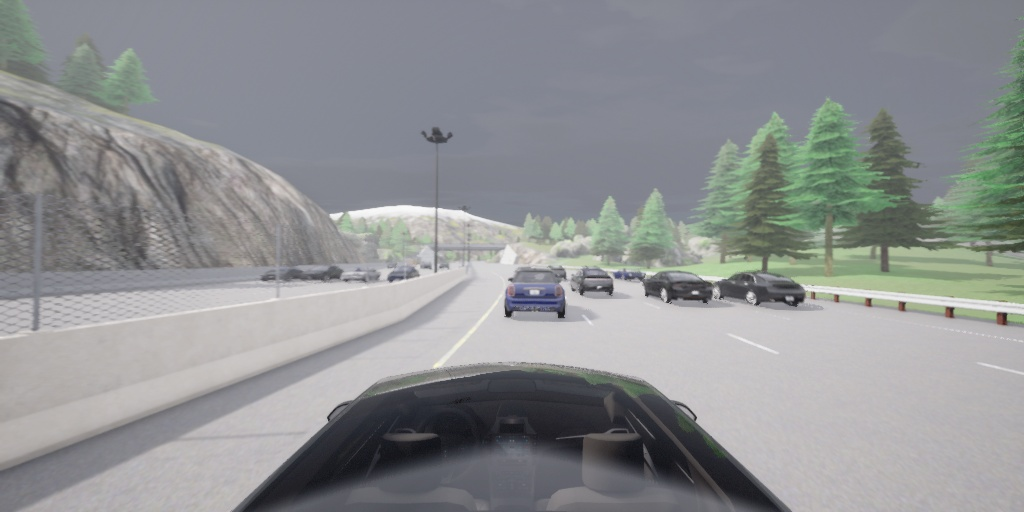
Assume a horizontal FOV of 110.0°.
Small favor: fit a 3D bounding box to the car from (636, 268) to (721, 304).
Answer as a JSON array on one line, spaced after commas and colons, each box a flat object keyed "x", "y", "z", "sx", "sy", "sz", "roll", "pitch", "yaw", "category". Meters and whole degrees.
[{"x": 8.066, "y": 1.468, "z": 18.024, "sx": 1.882, "sy": 1.535, "sz": 5.008, "roll": 0, "pitch": 0, "yaw": 2, "category": "car"}]

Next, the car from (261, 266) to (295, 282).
[{"x": -20.128, "y": 1.575, "z": 31.809, "sx": 1.994, "sy": 1.385, "sz": 4.181, "roll": 0, "pitch": -1, "yaw": -2, "category": "car"}]

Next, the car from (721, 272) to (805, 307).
[{"x": 11.529, "y": 1.505, "z": 17.154, "sx": 1.837, "sy": 1.490, "sz": 4.892, "roll": 0, "pitch": 0, "yaw": 2, "category": "car"}]

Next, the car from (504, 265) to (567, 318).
[{"x": 0.884, "y": 1.255, "z": 13.976, "sx": 2.097, "sy": 1.767, "sz": 4.553, "roll": 0, "pitch": -1, "yaw": 4, "category": "car"}]

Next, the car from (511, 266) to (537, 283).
[{"x": 1.028, "y": 1.691, "z": 33.570, "sx": 2.033, "sy": 1.411, "sz": 5.357, "roll": 0, "pitch": -1, "yaw": -2, "category": "car"}]

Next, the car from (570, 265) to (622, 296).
[{"x": 4.654, "y": 1.503, "z": 21.357, "sx": 2.128, "sy": 1.511, "sz": 4.902, "roll": 0, "pitch": -1, "yaw": 1, "category": "car"}]

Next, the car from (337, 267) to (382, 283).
[{"x": -13.093, "y": 1.645, "z": 31.454, "sx": 1.895, "sy": 1.301, "sz": 4.718, "roll": 0, "pitch": -1, "yaw": -2, "category": "car"}]

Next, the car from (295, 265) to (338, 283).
[{"x": -16.622, "y": 1.507, "z": 31.789, "sx": 1.882, "sy": 1.535, "sz": 5.008, "roll": 0, "pitch": -1, "yaw": -2, "category": "car"}]

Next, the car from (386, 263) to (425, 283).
[{"x": -9.608, "y": 1.618, "z": 32.185, "sx": 2.033, "sy": 1.411, "sz": 5.357, "roll": 0, "pitch": -1, "yaw": -2, "category": "car"}]

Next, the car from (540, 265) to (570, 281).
[{"x": 4.330, "y": 1.692, "z": 36.853, "sx": 2.128, "sy": 1.511, "sz": 4.902, "roll": 0, "pitch": -1, "yaw": -3, "category": "car"}]

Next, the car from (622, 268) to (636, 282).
[{"x": 11.432, "y": 1.822, "z": 35.445, "sx": 1.895, "sy": 1.301, "sz": 4.718, "roll": 0, "pitch": -1, "yaw": -3, "category": "car"}]

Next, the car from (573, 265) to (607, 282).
[{"x": 7.845, "y": 1.707, "z": 36.581, "sx": 2.128, "sy": 1.511, "sz": 4.902, "roll": 0, "pitch": -1, "yaw": -3, "category": "car"}]
